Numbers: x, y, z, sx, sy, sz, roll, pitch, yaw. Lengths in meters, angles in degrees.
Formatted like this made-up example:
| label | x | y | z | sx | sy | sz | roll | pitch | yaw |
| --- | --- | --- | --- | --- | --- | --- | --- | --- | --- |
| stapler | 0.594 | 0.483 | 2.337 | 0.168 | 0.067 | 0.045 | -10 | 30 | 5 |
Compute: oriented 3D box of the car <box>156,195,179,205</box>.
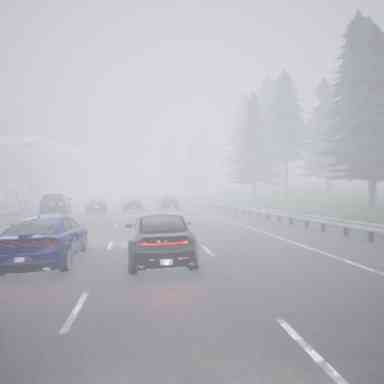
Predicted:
| label | x | y | z | sx | sy | sz | roll | pitch | yaw |
| --- | --- | --- | --- | --- | --- | --- | --- | --- | --- |
| car | -2.579 | 1.087 | 34.345 | 1.837 | 1.490 | 4.892 | -2 | 1 | -15 |

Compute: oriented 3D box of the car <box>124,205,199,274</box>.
| label | x | y | z | sx | sy | sz | roll | pitch | yaw |
| --- | --- | --- | --- | --- | --- | --- | --- | --- | --- |
| car | -0.984 | 1.385 | 10.289 | 1.837 | 1.490 | 4.892 | -2 | 1 | -9 |

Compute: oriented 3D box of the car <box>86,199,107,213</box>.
| label | x | y | z | sx | sy | sz | roll | pitch | yaw |
| --- | --- | --- | --- | --- | --- | --- | --- | --- | --- |
| car | -9.585 | 1.366 | 33.439 | 1.994 | 1.385 | 4.181 | -2 | 1 | -15 |

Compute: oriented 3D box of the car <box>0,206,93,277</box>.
| label | x | y | z | sx | sy | sz | roll | pitch | yaw |
| --- | --- | --- | --- | --- | --- | --- | --- | --- | --- |
| car | -4.557 | 1.459 | 10.489 | 1.882 | 1.535 | 5.008 | -2 | 1 | -9 |

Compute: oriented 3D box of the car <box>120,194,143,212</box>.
| label | x | y | z | sx | sy | sz | roll | pitch | yaw |
| --- | --- | --- | --- | --- | --- | --- | --- | --- | --- |
| car | -6.181 | 1.214 | 34.253 | 1.812 | 1.442 | 4.674 | -2 | 1 | -15 |

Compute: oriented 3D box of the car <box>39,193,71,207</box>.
| label | x | y | z | sx | sy | sz | roll | pitch | yaw |
| --- | --- | --- | --- | --- | --- | --- | --- | --- | --- |
| car | -12.370 | 1.152 | 30.261 | 2.150 | 2.045 | 5.566 | -2 | 1 | -15 |
